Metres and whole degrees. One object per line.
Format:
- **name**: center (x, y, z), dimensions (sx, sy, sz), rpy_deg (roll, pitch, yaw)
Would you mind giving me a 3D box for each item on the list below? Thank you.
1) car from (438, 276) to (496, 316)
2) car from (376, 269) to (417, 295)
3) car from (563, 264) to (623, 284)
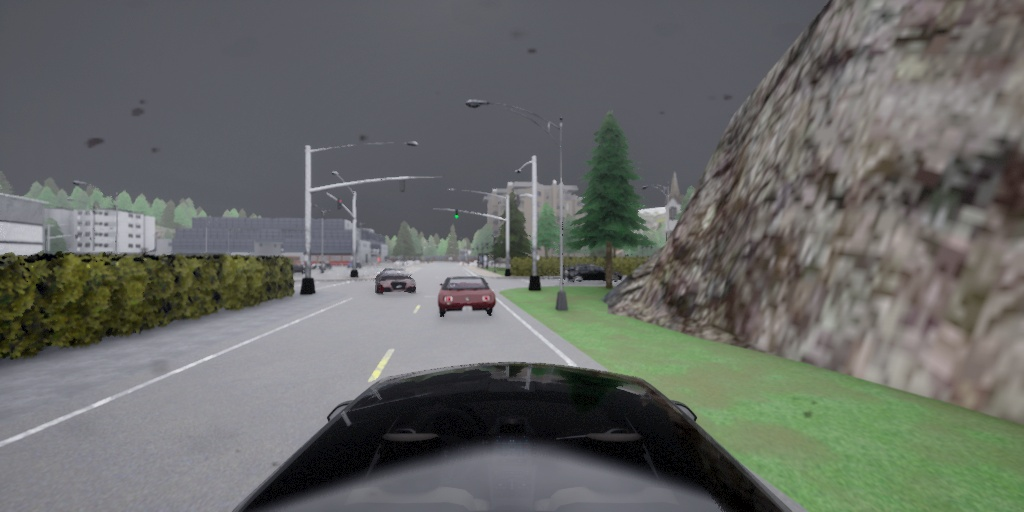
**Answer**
- **car**: center (-1.811, 1.419, 13.730), dimensions (1.895, 1.301, 4.718), rpy_deg (0, 0, -10)
- **car**: center (-6.725, 1.428, 20.642), dimensions (1.994, 1.385, 4.181), rpy_deg (1, -1, -24)
- **car**: center (6.176, 1.372, 27.871), dimensions (4.902, 1.511, 2.128), rpy_deg (0, 0, -7)
